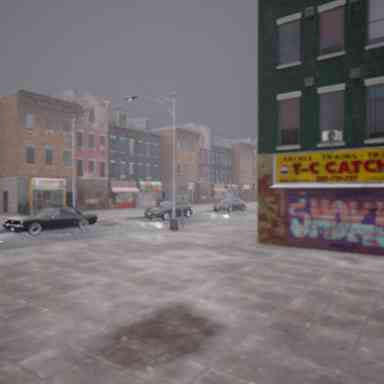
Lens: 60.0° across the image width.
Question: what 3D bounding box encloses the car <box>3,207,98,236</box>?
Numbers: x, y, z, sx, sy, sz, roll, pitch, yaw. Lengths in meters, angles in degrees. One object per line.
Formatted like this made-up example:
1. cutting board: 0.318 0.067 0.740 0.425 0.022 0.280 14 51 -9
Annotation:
1. car: -7.694 1.554 18.476 1.895 1.301 4.718 0 0 35

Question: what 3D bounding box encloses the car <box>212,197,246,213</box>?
1. car: 3.970 1.351 34.908 1.837 1.490 4.892 0 1 35

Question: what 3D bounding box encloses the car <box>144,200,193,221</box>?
1. car: -1.811 1.405 26.765 1.837 1.490 4.892 0 0 35
